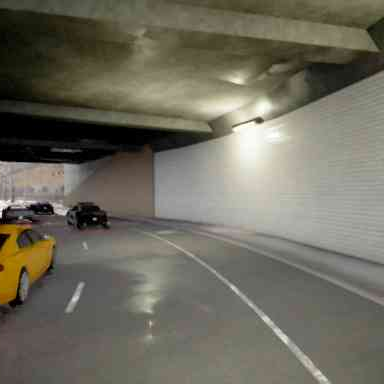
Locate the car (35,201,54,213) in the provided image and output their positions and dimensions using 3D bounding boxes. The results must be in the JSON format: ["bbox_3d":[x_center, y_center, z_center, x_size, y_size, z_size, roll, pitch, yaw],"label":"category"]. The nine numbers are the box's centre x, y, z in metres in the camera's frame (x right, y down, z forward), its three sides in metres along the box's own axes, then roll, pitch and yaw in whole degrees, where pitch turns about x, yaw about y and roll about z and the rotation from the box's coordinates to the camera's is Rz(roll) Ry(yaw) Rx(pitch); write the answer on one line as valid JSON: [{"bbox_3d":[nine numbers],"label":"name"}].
[{"bbox_3d":[-16.970,1.723,37.558,1.994,1.385,4.181,-1,0,-34],"label":"car"}]

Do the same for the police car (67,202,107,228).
[{"bbox_3d":[-7.340,1.494,22.915,1.930,1.638,5.238,0,0,-30],"label":"police car"}]

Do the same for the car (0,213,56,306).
[{"bbox_3d":[-4.613,1.521,7.957,1.882,1.535,5.008,0,0,-12],"label":"car"}]

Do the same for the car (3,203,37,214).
[{"bbox_3d":[-14.775,1.739,28.153,1.895,1.301,4.718,-1,0,-34],"label":"car"}]
